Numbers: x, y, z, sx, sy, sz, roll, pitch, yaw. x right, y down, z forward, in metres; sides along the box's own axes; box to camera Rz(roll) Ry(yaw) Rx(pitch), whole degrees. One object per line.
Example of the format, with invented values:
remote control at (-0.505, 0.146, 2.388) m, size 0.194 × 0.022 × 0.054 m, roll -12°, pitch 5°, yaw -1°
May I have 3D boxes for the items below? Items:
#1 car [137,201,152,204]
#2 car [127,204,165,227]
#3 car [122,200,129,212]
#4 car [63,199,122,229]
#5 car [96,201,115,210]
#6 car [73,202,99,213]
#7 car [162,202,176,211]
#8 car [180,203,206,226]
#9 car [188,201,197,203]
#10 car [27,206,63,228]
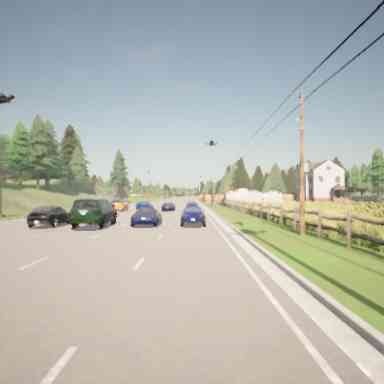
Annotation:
car at (-6.967, 2.001, 48.231) m, size 1.882 × 1.535 × 5.008 m, roll 0°, pitch -1°, yaw 1°
car at (-3.405, 1.841, 25.394) m, size 1.994 × 1.385 × 4.181 m, roll 0°, pitch -1°, yaw 0°
car at (-10.469, 1.874, 48.194) m, size 2.097 × 1.767 × 4.553 m, roll 0°, pitch -1°, yaw 1°
car at (-6.905, 1.481, 23.778) m, size 2.150 × 2.045 × 5.566 m, roll 0°, pitch 0°, yaw 0°
car at (-14.011, 2.153, 54.291) m, size 1.994 × 1.385 × 4.181 m, roll 0°, pitch -1°, yaw 0°
car at (-14.009, 2.081, 44.318) m, size 1.895 × 1.301 × 4.718 m, roll 0°, pitch -1°, yaw 0°
car at (-3.461, 2.098, 49.143) m, size 1.994 × 1.385 × 4.181 m, roll 0°, pitch 0°, yaw 1°
car at (0.085, 1.806, 25.739) m, size 1.812 × 1.442 × 4.674 m, roll 0°, pitch 0°, yaw 0°
car at (0.044, 2.067, 49.891) m, size 1.812 × 1.442 × 4.674 m, roll 0°, pitch 0°, yaw 0°
car at (-10.406, 1.775, 24.677) m, size 1.837 × 1.490 × 4.892 m, roll 0°, pitch 0°, yaw 0°
